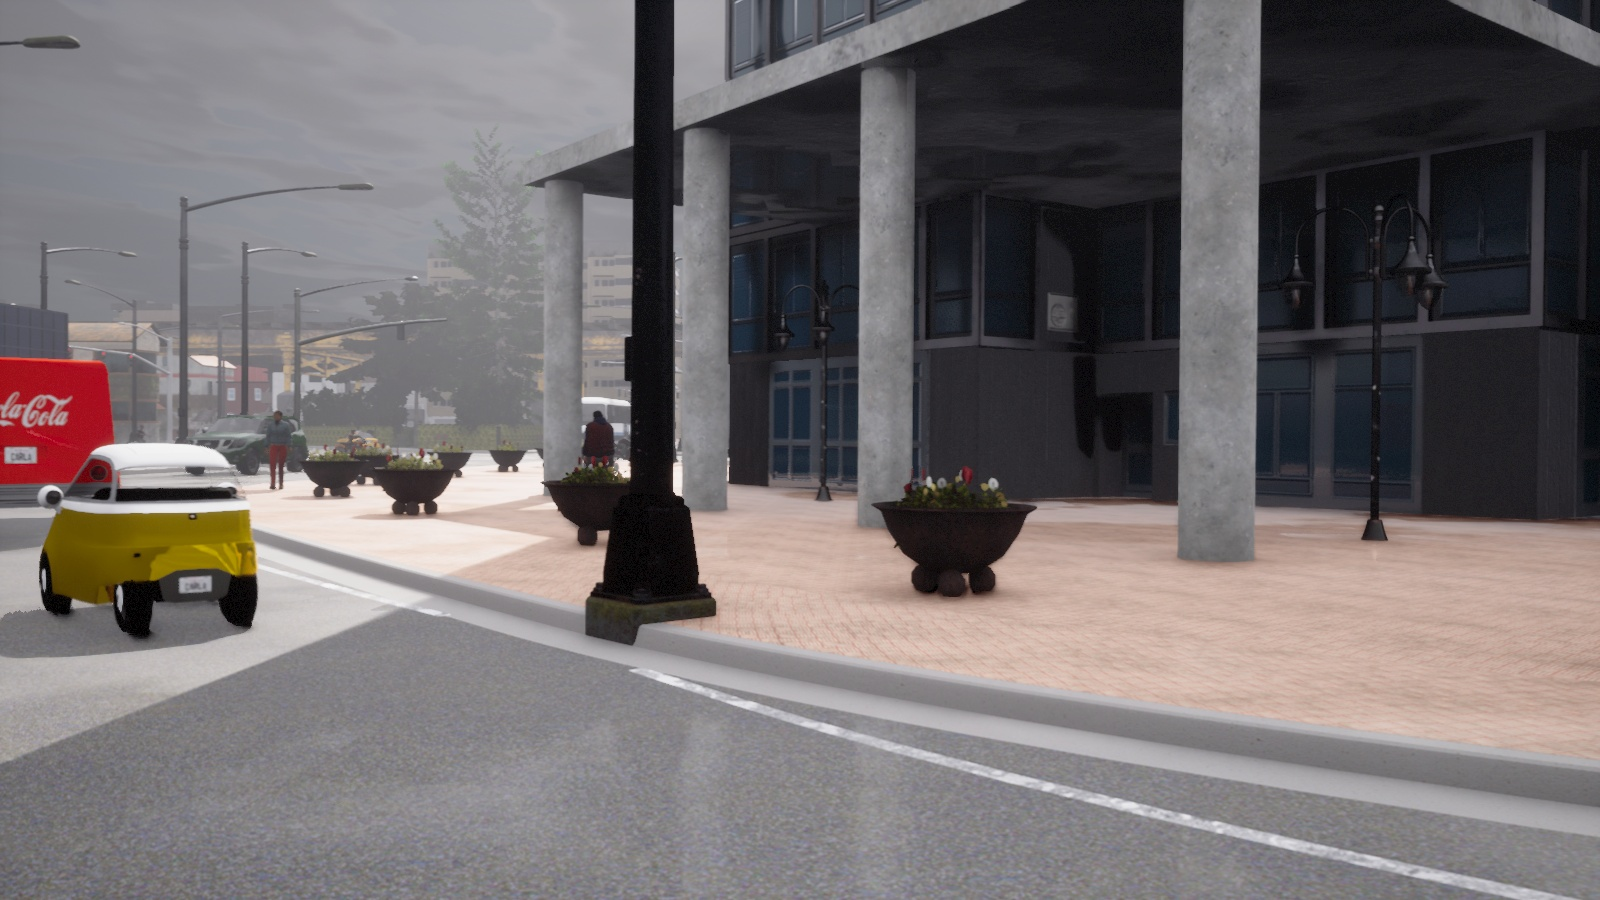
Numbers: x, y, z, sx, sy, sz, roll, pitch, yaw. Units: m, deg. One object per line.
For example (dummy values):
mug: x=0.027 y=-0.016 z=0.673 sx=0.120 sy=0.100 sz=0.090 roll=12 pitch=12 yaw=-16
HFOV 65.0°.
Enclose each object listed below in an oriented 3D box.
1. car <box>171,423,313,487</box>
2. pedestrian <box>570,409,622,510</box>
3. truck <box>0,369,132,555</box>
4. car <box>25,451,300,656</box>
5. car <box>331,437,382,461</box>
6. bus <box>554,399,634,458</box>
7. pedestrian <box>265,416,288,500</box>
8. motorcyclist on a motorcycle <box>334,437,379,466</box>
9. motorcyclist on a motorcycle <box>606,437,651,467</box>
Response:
car: x=-19.098 y=0.133 z=43.324 sx=2.150 sy=2.045 sz=5.566 roll=-1 pitch=1 yaw=3
pedestrian: x=-3.796 y=0.169 z=23.346 sx=0.634 sy=1.844 sz=0.899 roll=-1 pitch=1 yaw=-31
truck: x=-11.936 y=0.143 z=18.992 sx=2.627 sy=2.467 sz=5.204 roll=-1 pitch=1 yaw=-35
car: x=-5.129 y=0.720 z=10.024 sx=1.481 sy=1.376 sz=2.207 roll=-1 pitch=1 yaw=-40
car: x=-30.870 y=-0.064 z=87.299 sx=1.801 sy=1.575 sz=5.366 roll=-1 pitch=1 yaw=-36
bus: x=-15.906 y=-1.652 z=98.047 sx=3.944 sy=4.253 sz=10.273 roll=-1 pitch=1 yaw=3
pedestrian: x=-11.620 y=0.177 z=27.873 sx=0.353 sy=1.847 sz=0.614 roll=-1 pitch=1 yaw=-12
motorcyclist on a motorcycle: x=-25.345 y=0.090 z=71.830 sx=2.350 sy=1.649 sz=0.766 roll=-1 pitch=0 yaw=-11
motorcyclist on a motorcycle: x=-9.116 y=0.100 z=66.783 sx=2.191 sy=1.530 sz=0.866 roll=0 pitch=1 yaw=3
